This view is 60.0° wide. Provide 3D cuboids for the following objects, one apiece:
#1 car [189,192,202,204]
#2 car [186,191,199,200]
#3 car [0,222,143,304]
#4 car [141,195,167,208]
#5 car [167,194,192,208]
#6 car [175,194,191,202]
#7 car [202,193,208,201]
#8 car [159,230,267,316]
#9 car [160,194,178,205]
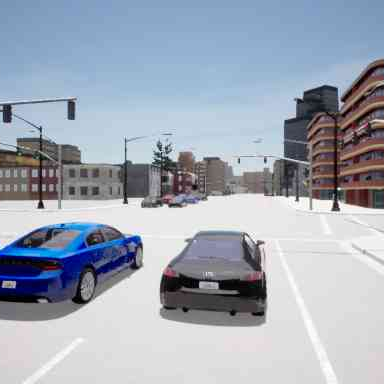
[{"bbox_3d":[-0.084,1.249,56.297,1.812,1.442,4.674,0,1,11],"label":"car"},{"bbox_3d":[0.216,0.735,75.754,2.097,1.767,4.553,0,1,11],"label":"car"},{"bbox_3d":[-2.747,1.478,8.289,1.882,1.535,5.008,0,0,11],"label":"car"},{"bbox_3d":[-5.555,1.230,46.515,2.097,1.767,4.553,0,1,11],"label":"car"},{"bbox_3d":[-1.919,1.409,46.892,2.033,1.411,5.357,0,1,11],"label":"car"},{"bbox_3d":[-1.783,1.115,65.636,2.033,1.411,5.357,0,1,11],"label":"car"},{"bbox_3d":[1.961,1.045,66.539,1.837,1.490,4.892,0,1,12],"label":"car"},{"bbox_3d":[0.690,1.564,7.643,1.994,1.385,4.181,0,0,12],"label":"car"},{"bbox_3d":[-3.793,1.226,55.481,1.882,1.535,5.008,0,1,11],"label":"car"}]
